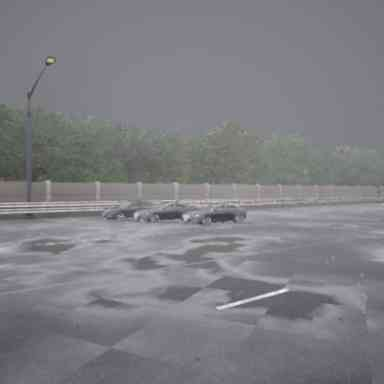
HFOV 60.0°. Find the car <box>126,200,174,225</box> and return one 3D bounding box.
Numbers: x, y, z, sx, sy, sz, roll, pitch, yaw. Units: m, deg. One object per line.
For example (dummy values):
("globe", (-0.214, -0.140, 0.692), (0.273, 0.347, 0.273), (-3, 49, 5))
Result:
("car", (-1.869, 1.460, 24.194), (4.902, 1.511, 2.128), (0, 0, -36))

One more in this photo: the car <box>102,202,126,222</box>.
("car", (-4.697, 1.457, 26.461), (4.892, 1.490, 1.837), (-1, 1, -36))

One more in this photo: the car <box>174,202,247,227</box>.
("car", (1.568, 1.455, 22.374), (4.902, 1.511, 2.128), (0, 0, -36))
